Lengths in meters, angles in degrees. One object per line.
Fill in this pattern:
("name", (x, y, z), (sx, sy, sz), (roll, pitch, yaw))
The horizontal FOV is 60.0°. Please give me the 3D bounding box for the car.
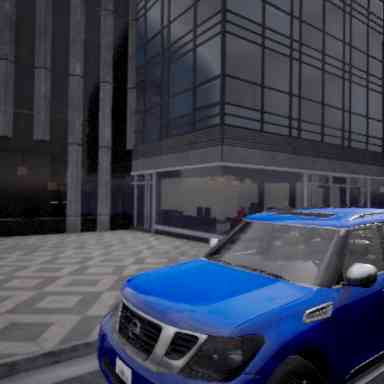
("car", (1.639, 1.266, 4.554), (5.566, 2.045, 2.150), (1, -1, -36))
